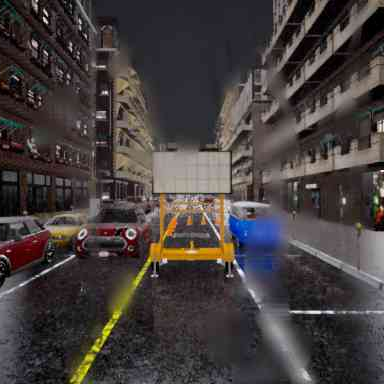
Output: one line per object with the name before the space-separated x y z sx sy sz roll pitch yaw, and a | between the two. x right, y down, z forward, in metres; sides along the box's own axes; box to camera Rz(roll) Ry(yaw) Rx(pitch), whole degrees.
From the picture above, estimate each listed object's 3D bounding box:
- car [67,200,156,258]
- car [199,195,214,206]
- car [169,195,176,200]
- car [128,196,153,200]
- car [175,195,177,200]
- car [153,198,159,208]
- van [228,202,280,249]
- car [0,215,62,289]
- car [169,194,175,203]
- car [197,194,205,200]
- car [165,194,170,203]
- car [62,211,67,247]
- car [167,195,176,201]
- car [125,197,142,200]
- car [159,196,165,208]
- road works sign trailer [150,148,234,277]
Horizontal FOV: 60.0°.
car | -2.762 1.354 12.650 2.097 1.767 4.553 0 0 0
car | 2.533 1.444 53.257 1.967 1.590 4.097 1 0 0
car | -5.378 1.582 92.073 1.802 1.307 4.206 1 0 0
car | -5.329 1.319 31.035 2.192 1.841 5.009 1 0 0
car | -5.369 1.553 80.976 2.008 1.369 4.403 1 0 0
car | -5.333 1.319 36.584 2.192 1.841 5.009 1 0 0
van | 2.564 1.343 14.413 1.690 1.788 3.998 1 0 0
car | -5.314 1.442 8.839 1.967 1.590 4.097 1 0 0
car | -5.358 1.318 69.877 2.192 1.841 5.009 1 0 0
car | 2.504 1.441 92.101 1.967 1.590 4.097 1 0 0
car | -5.352 1.529 58.610 1.752 1.417 4.829 1 0 0
car | -5.319 1.528 14.218 1.752 1.417 4.829 1 0 0
car | -5.374 1.567 86.525 1.947 1.339 4.313 1 0 0
car | -5.326 1.443 25.486 1.967 1.590 4.097 1 0 0
car | -5.345 1.586 47.682 1.802 1.307 4.206 1 0 0
road works sign trailer | -0.002 0.466 10.214 2.380 3.560 2.880 0 0 0
